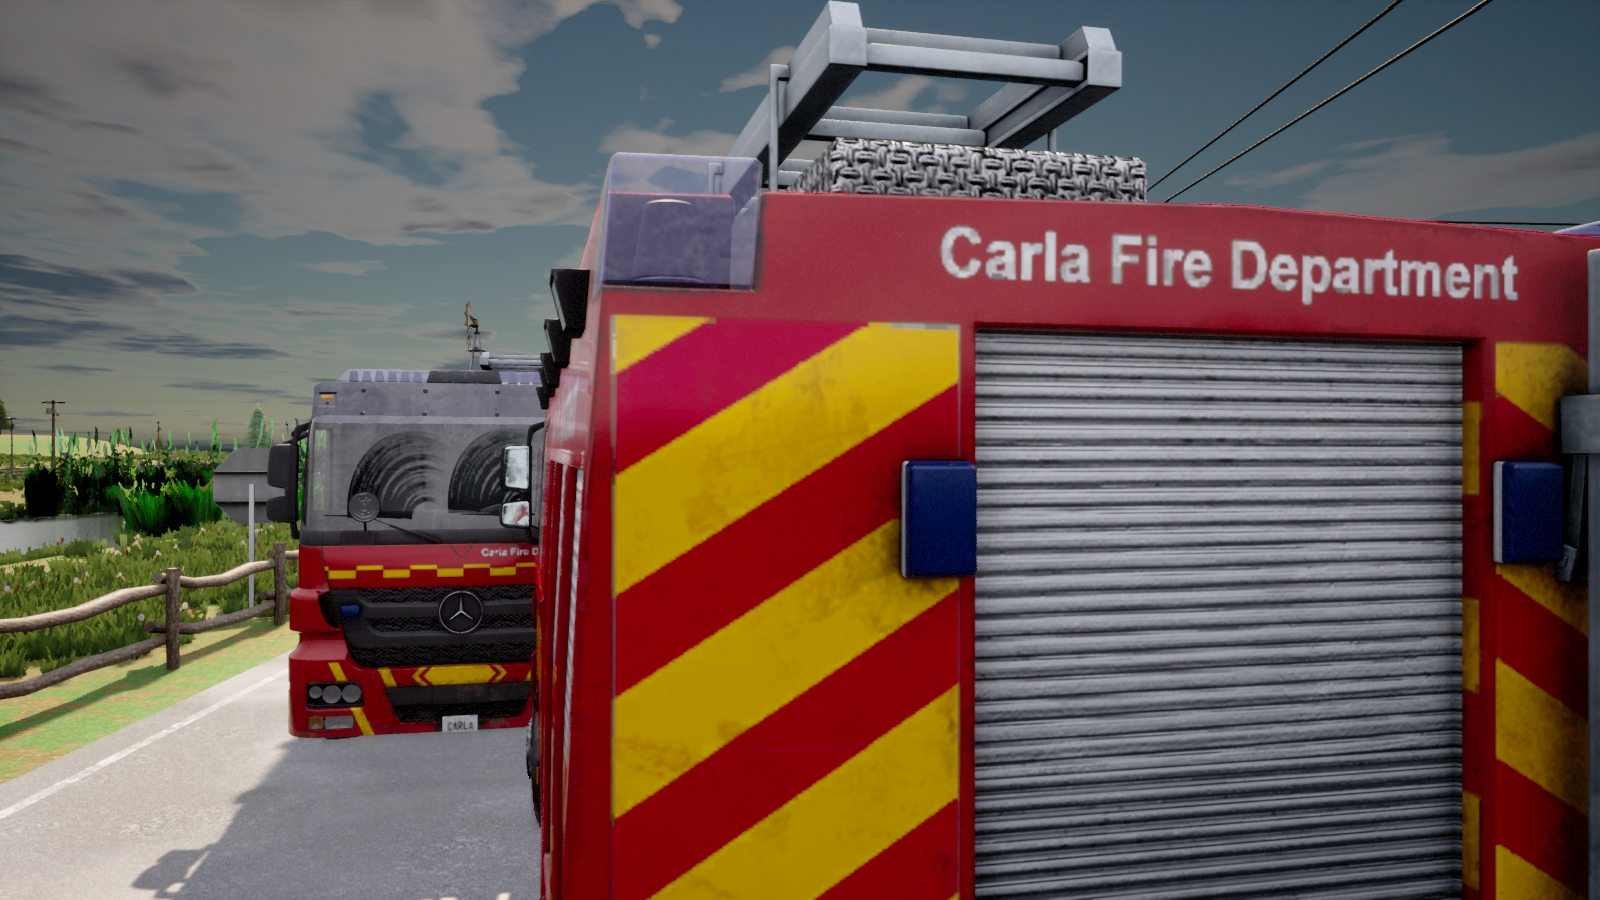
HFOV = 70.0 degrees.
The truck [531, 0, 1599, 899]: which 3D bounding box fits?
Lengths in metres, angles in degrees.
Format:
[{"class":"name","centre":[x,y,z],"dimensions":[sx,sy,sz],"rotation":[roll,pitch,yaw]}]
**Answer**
[{"class":"truck","centre":[-0.120,0.866,6.875],"dimensions":[2.891,3.827,8.468],"rotation":[0,0,-13]}]

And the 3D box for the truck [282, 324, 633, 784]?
[{"class":"truck","centre":[-3.884,0.862,13.969],"dimensions":[2.891,3.827,8.468],"rotation":[0,0,-13]}]

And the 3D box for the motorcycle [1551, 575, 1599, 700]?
[{"class":"motorcycle","centre":[9.814,2.142,13.180],"dimensions":[1.805,1.316,0.856],"rotation":[0,0,-7]}]
